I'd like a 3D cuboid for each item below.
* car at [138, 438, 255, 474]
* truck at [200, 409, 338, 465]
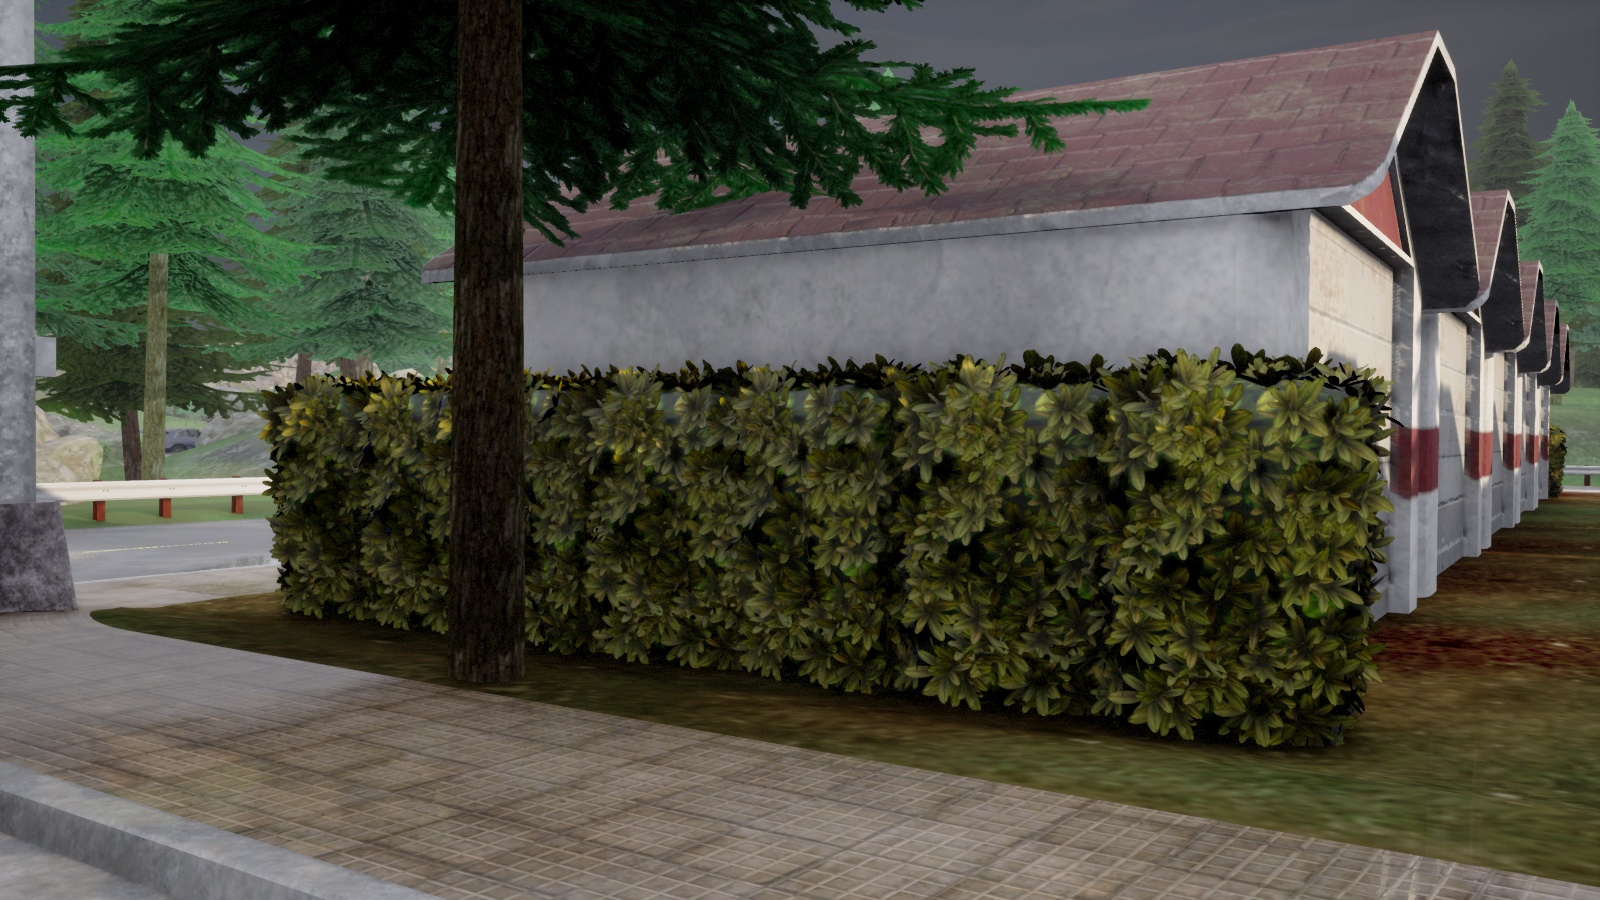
[{"bbox_3d":[-29.938,0.276,62.415,2.033,1.649,4.856,0,1,34],"label":"car"},{"bbox_3d":[-34.211,-0.854,81.244,2.891,3.462,7.936,0,1,34],"label":"truck"}]
